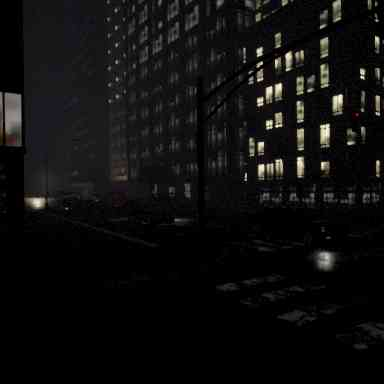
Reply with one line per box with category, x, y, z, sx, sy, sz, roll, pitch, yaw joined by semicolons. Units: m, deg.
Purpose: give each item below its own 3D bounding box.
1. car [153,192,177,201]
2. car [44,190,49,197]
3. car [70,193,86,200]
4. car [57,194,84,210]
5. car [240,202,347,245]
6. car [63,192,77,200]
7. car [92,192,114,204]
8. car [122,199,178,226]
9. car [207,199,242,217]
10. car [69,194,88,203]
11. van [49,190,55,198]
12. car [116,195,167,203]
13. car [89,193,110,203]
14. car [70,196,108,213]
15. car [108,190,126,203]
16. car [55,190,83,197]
car;-3.564;0.963;38.266;2.192;1.841;5.009;-1;1;-35
car;-35.592;0.688;84.707;2.008;1.369;4.403;-1;1;-35
car;-22.781;0.889;66.132;1.887;1.381;4.507;-1;1;-35
car;-13.641;1.289;38.123;2.008;1.369;4.403;-1;1;-35
car;4.825;1.440;15.899;1.882;1.535;5.008;-1;2;-35
car;-25.983;0.733;70.775;1.967;1.590;4.097;-1;1;-35
car;-13.722;1.115;48.335;2.033;1.411;5.357;-1;1;-34
car;-2.804;1.455;22.460;2.008;1.369;4.403;-1;1;-35
car;3.189;1.278;28.412;1.752;1.417;4.829;-1;1;-35
car;-19.242;1.082;56.253;1.895;1.301;4.718;-1;1;-35
van;-32.389;0.530;80.061;1.690;1.788;3.998;-1;1;-35
car;-4.564;1.293;29.510;2.128;1.511;4.902;-1;1;-35
car;-15.863;0.919;56.880;1.882;1.535;5.008;-1;1;-35
car;-10.437;1.353;33.479;1.947;1.339;4.313;-1;1;-35
car;-11.936;0.733;51.120;2.150;2.045;5.566;-1;1;-35
car;-18.272;0.812;49.535;2.150;2.045;5.566;-1;1;-34
